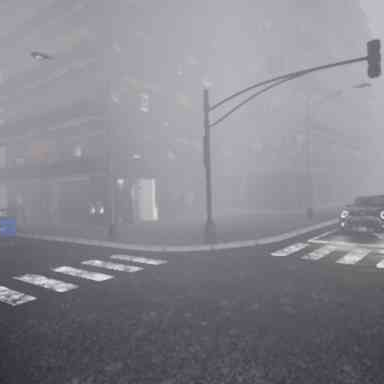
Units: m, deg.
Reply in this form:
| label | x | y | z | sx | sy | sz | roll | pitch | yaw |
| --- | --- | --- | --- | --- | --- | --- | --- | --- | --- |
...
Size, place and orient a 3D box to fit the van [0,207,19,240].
| label | x | y | z | sx | sy | sz | roll | pitch | yaw |
| --- | --- | --- | --- | --- | --- | --- | --- | --- | --- |
| van | -10.769 | 1.679 | 17.511 | 3.998 | 1.788 | 1.690 | -2 | 1 | 38 |

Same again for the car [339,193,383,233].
| label | x | y | z | sx | sy | sz | roll | pitch | yaw |
| --- | --- | --- | --- | --- | --- | --- | --- | --- | --- |
| car | 8.570 | 0.928 | 15.738 | 2.097 | 1.767 | 4.553 | -1 | 1 | 39 |

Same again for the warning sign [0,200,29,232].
| label | x | y | z | sx | sy | sz | roll | pitch | yaw |
| --- | --- | --- | --- | --- | --- | --- | --- | --- | --- |
| warning sign | -11.200 | 1.455 | 20.907 | 1.060 | 1.860 | 1.300 | -1 | 0 | 38 |
